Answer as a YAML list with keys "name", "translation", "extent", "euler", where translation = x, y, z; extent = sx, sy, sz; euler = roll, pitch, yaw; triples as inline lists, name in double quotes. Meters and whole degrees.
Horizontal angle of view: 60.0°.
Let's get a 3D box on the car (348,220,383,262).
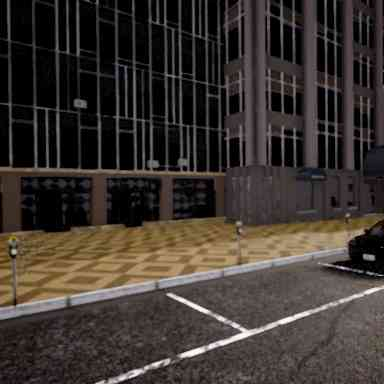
- name: "car"
  translation: [7.022, 1.568, 11.137]
  extent: [4.313, 1.339, 1.947]
  euler: [0, -1, -36]
